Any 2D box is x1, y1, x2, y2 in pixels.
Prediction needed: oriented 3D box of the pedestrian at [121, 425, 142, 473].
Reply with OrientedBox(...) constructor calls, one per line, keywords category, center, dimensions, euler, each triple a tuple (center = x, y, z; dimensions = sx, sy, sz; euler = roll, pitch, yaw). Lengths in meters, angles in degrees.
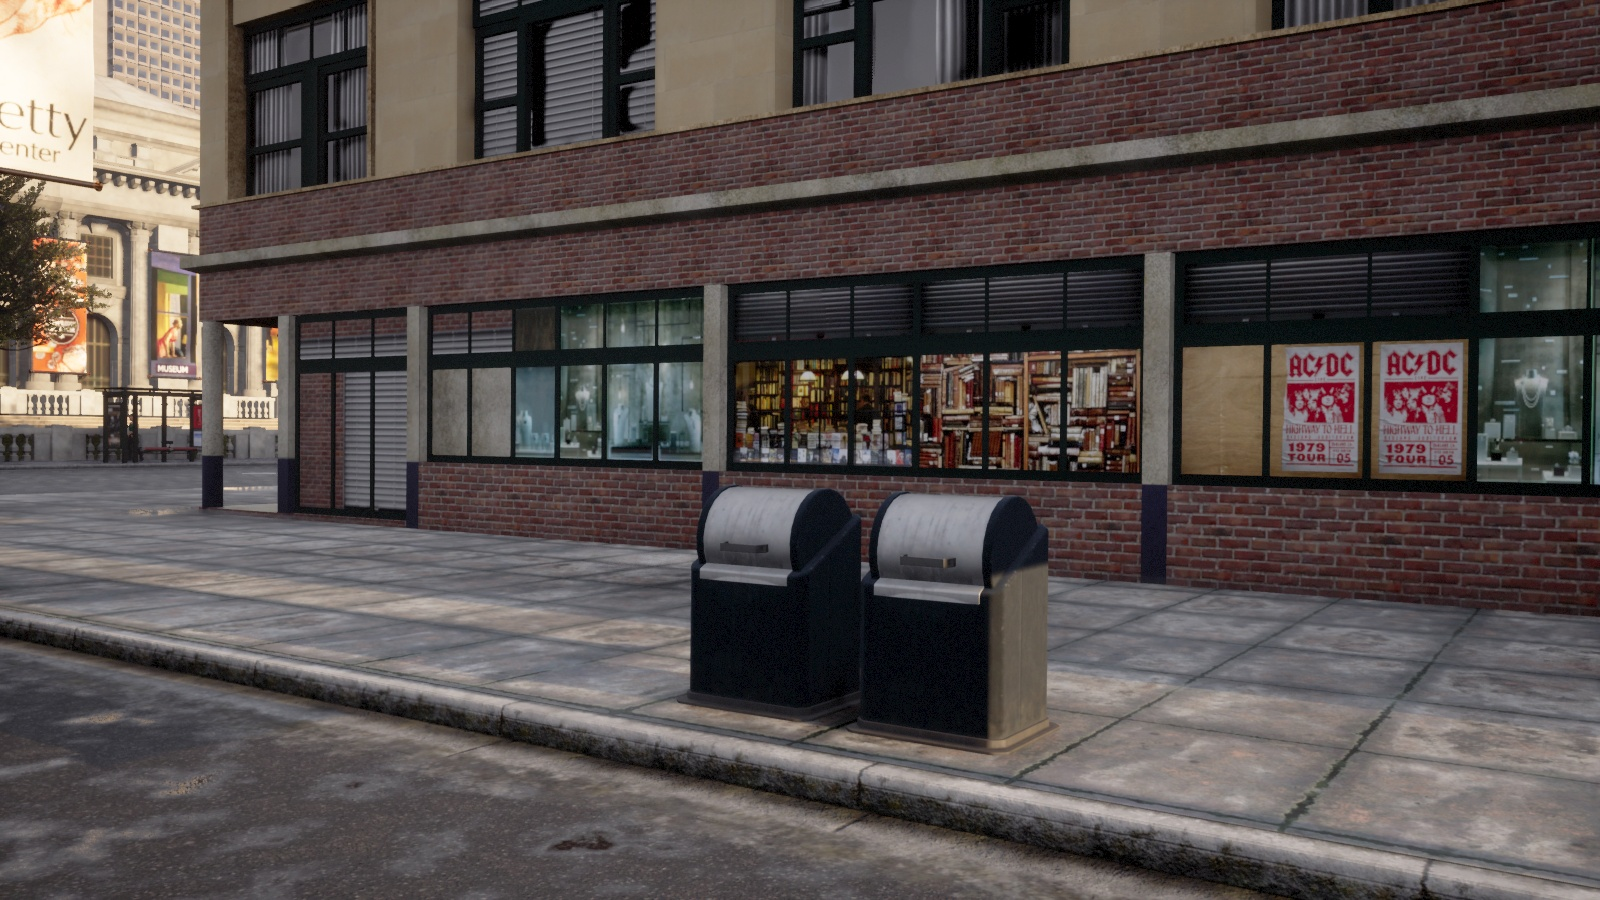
OrientedBox(category="pedestrian", center=(-25.678, -0.038, 48.271), dimensions=(0.345, 1.836, 0.594), euler=(0, 1, 27))
